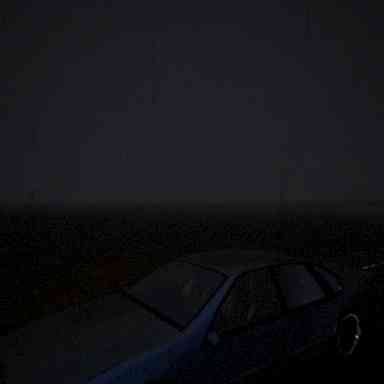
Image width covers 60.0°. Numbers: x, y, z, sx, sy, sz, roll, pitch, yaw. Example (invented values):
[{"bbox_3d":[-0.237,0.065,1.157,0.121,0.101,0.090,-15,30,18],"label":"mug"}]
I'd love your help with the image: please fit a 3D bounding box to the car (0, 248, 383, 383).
[{"bbox_3d":[0.477,1.530,4.334,5.357,1.411,2.033,0,0,-36],"label":"car"}]
